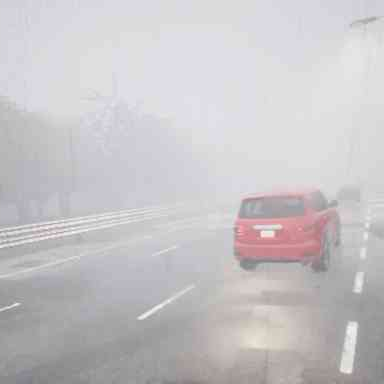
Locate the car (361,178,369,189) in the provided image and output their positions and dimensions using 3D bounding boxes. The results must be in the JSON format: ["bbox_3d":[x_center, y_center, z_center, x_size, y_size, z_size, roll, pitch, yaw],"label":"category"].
[{"bbox_3d":[27.722,-1.121,54.883,1.812,1.442,4.674,-5,0,29],"label":"car"}]

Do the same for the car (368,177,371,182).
[{"bbox_3d":[40.309,-2.251,77.805,1.895,1.301,4.718,-5,0,29],"label":"car"}]

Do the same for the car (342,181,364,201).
[{"bbox_3d":[14.684,0.073,31.130,1.882,1.535,5.008,-5,0,29],"label":"car"}]

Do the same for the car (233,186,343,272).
[{"bbox_3d":[3.016,0.925,9.914,2.150,2.045,5.566,-5,0,29],"label":"car"}]
